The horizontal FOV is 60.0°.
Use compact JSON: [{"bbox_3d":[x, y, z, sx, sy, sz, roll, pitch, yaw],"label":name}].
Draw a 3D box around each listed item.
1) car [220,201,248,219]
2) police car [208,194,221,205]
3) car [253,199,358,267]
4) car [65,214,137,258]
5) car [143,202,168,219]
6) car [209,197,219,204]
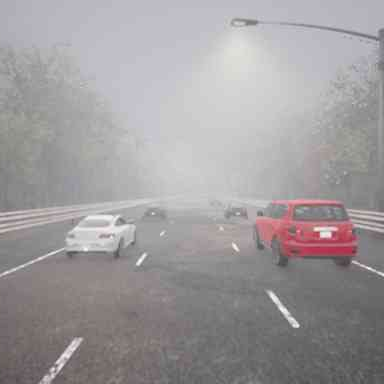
[{"bbox_3d":[3.830,1.627,29.721,1.812,1.442,4.674,0,0,1],"label":"car"},{"bbox_3d":[4.447,1.707,62.351,2.038,1.542,4.974,0,0,2],"label":"police car"},{"bbox_3d":[3.644,1.262,11.702,2.150,2.045,5.566,0,0,0],"label":"car"},{"bbox_3d":[-3.346,1.570,12.860,1.812,1.442,4.674,0,0,0],"label":"car"},{"bbox_3d":[-3.184,1.625,29.664,1.812,1.442,4.674,0,0,1],"label":"car"},{"bbox_3d":[4.802,1.834,73.330,1.895,1.301,4.718,0,0,2],"label":"car"}]
